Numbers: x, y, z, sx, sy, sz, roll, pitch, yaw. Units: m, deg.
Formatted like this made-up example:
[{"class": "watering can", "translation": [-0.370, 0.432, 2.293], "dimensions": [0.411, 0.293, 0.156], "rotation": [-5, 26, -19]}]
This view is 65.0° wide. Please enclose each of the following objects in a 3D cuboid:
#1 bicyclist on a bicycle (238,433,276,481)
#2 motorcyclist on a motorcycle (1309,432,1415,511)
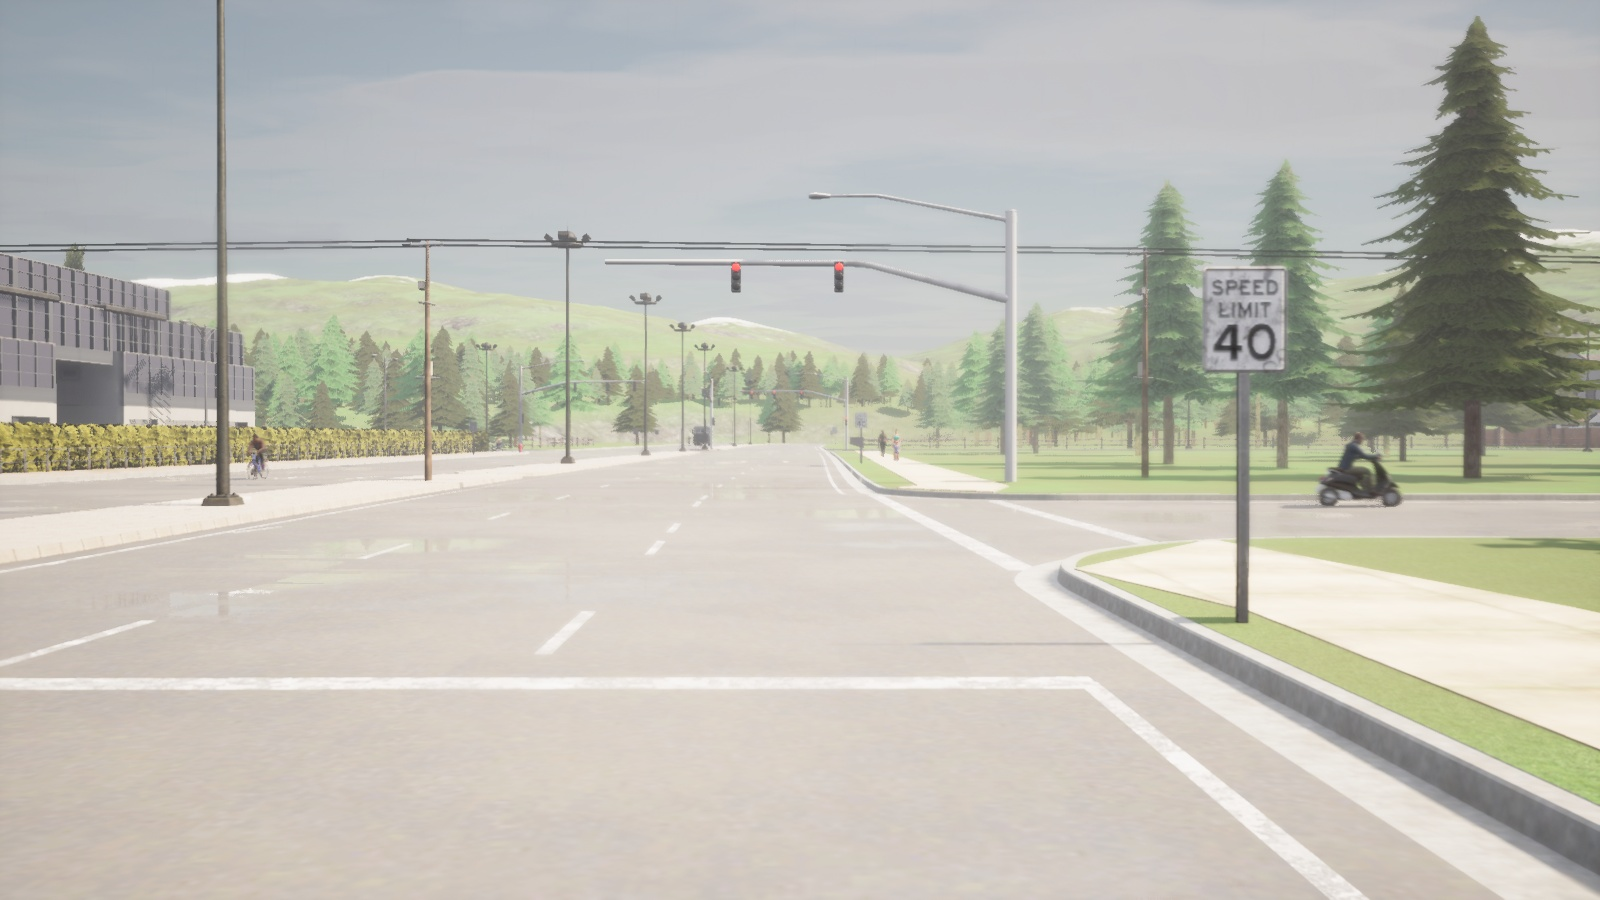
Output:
[{"class": "bicyclist on a bicycle", "translation": [-19.167, 0.233, 44.344], "dimensions": [0.582, 1.620, 1.656], "rotation": [0, 1, 0]}, {"class": "motorcyclist on a motorcycle", "translation": [11.808, 0.441, 26.430], "dimensions": [1.817, 1.590, 0.866], "rotation": [1, 1, 1]}]
